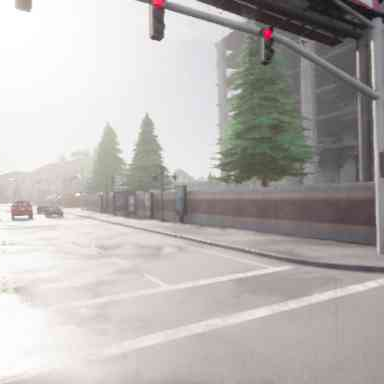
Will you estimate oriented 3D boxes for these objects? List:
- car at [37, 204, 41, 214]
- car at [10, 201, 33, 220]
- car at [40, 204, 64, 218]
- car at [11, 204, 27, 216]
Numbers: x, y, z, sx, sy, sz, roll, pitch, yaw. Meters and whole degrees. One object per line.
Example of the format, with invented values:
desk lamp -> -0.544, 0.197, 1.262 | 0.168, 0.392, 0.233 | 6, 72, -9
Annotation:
car -> -21.917, 2.484, 49.605 | 1.882, 1.535, 5.008 | -1, -1, -29
car -> -20.045, 2.085, 39.251 | 2.150, 2.045, 5.566 | -1, -1, -29
car -> -17.049, 2.354, 41.072 | 2.033, 1.411, 5.357 | -1, -1, -29
car -> -24.964, 2.543, 47.885 | 1.882, 1.535, 5.008 | -1, -1, -29
